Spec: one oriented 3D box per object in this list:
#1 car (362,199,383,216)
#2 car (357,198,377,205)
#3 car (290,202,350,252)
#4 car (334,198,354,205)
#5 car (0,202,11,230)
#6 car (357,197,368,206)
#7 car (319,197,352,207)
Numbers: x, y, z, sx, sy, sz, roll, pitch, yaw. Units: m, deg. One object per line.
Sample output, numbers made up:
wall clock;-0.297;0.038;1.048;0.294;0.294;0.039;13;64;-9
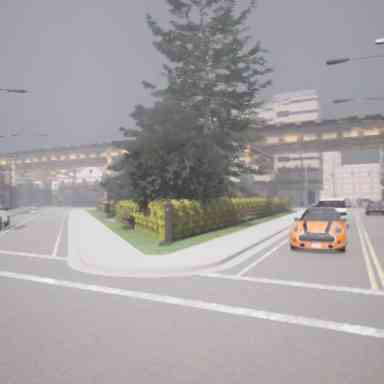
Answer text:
car;20.351;1.844;36.892;2.033;1.411;5.357;-1;-1;26
car;35.027;1.860;66.777;1.853;1.218;4.536;-1;-1;5
car;5.715;1.496;14.774;2.097;1.767;4.553;-1;-1;26
car;31.440;1.934;68.825;4.536;1.218;1.853;0;-1;-40
car;-15.376;1.780;25.298;2.150;2.045;5.566;0;-1;-20
car;35.025;2.016;66.723;2.038;1.542;4.974;-1;-1;5
car;9.941;1.446;23.630;2.150;2.045;5.566;-1;-1;26
